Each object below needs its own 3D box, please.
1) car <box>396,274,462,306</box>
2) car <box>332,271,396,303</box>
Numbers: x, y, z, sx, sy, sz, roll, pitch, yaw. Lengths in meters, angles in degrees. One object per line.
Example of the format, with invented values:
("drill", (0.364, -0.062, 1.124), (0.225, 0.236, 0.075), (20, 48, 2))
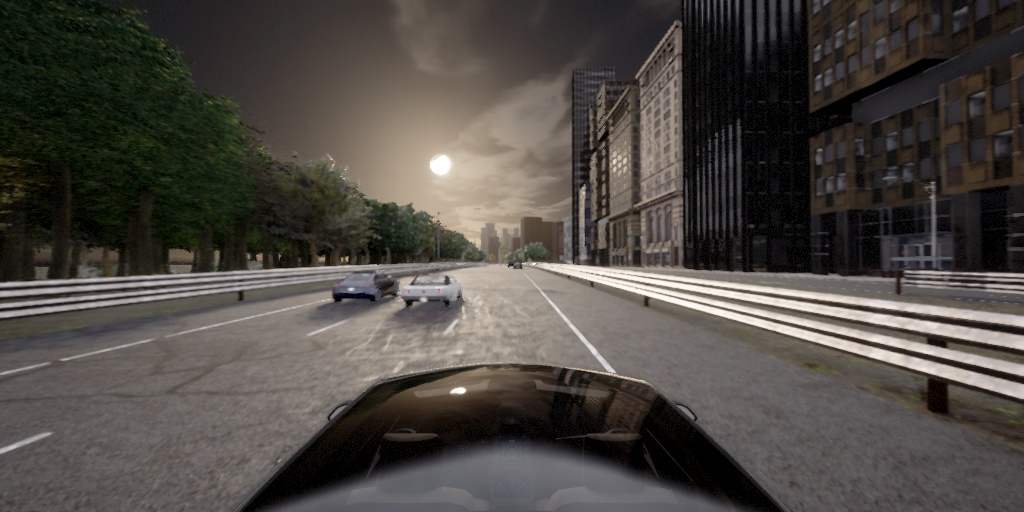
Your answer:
("car", (-3.403, 1.435, 16.116), (1.895, 1.301, 4.718), (0, 0, 0))
("car", (-6.903, 1.406, 17.399), (1.994, 1.385, 4.181), (0, 0, 0))
